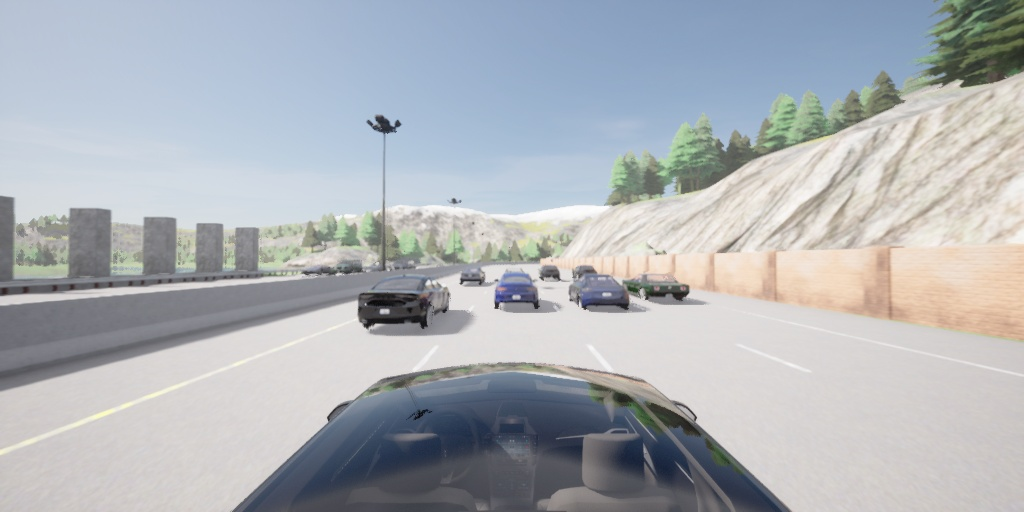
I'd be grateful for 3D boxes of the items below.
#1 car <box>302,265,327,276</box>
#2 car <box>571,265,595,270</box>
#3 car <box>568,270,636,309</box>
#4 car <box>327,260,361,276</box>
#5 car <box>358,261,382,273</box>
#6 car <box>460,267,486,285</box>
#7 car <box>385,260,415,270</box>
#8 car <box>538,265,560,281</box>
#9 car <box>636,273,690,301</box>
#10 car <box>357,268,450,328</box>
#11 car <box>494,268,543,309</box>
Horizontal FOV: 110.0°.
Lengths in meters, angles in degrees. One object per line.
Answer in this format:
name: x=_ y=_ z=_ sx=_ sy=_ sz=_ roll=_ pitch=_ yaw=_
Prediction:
car: x=-24.692 y=1.802 z=46.027 sx=2.033 sy=1.411 sz=5.357 roll=0 pitch=-1 yaw=-1
car: x=7.154 y=1.652 z=35.775 sx=1.837 sy=1.490 sz=4.892 roll=0 pitch=-1 yaw=-1
car: x=3.687 y=1.479 z=15.834 sx=1.994 sy=1.385 sz=4.181 roll=0 pitch=-1 yaw=0
car: x=-21.199 y=1.484 z=46.529 sx=2.150 sy=2.045 sz=5.566 roll=0 pitch=-1 yaw=-1
car: x=-17.701 y=1.757 z=46.667 sx=2.128 sy=1.511 sz=4.902 roll=0 pitch=-1 yaw=-1
car: x=-3.281 y=1.628 z=30.405 sx=2.033 sy=1.411 sz=5.357 roll=0 pitch=-1 yaw=0
car: x=-14.203 y=1.490 z=46.729 sx=2.150 sy=2.045 sz=5.566 roll=0 pitch=-1 yaw=-1
car: x=3.654 y=1.651 z=35.792 sx=1.837 sy=1.490 sz=4.892 roll=0 pitch=-1 yaw=-1
car: x=7.209 y=1.549 z=18.603 sx=1.895 sy=1.301 sz=4.718 roll=0 pitch=-1 yaw=0
car: x=-3.342 y=1.345 z=11.959 sx=1.882 sy=1.535 sz=5.008 roll=0 pitch=-1 yaw=0
car: x=0.184 y=1.441 z=15.996 sx=1.812 sy=1.442 sz=4.674 roll=0 pitch=-1 yaw=0
